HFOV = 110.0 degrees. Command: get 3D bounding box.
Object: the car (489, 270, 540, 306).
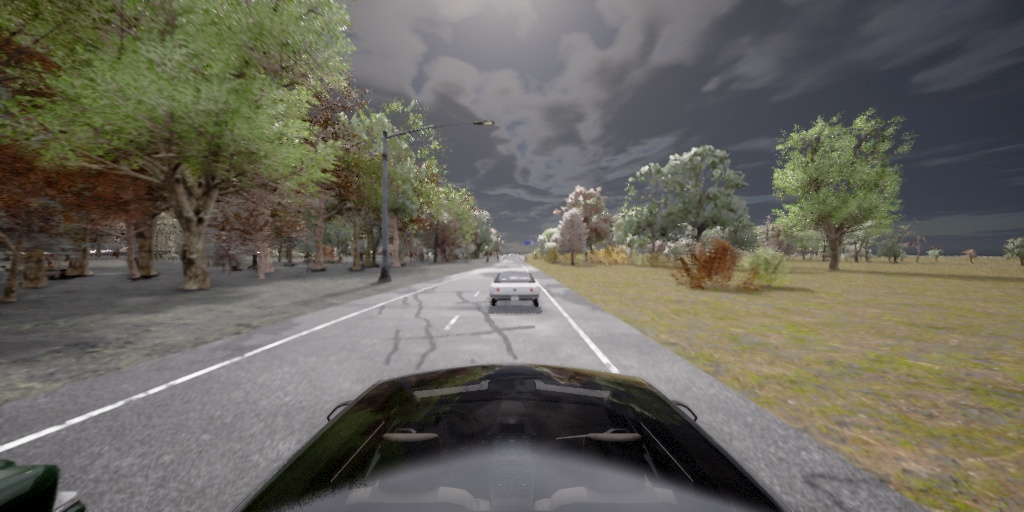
[{"bbox_3d":[0.106,1.254,15.208,1.895,1.301,4.718,0,0,0],"label":"car"}]
